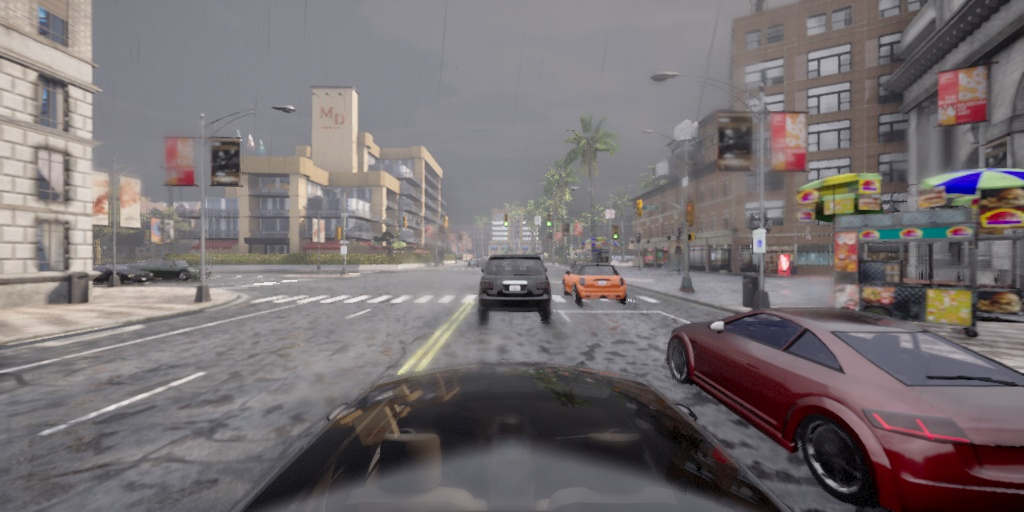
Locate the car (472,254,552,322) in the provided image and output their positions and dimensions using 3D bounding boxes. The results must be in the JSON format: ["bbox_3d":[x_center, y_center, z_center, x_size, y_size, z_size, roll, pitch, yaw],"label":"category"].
[{"bbox_3d":[0.085,0.958,12.378,2.150,2.045,5.566,0,0,0],"label":"car"}]

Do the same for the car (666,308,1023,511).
[{"bbox_3d":[3.570,1.311,4.355,1.994,1.385,4.181,0,0,0],"label":"car"}]

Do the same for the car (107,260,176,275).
[{"bbox_3d":[-38.421,1.198,37.262,4.902,1.511,2.128,0,0,0],"label":"car"}]

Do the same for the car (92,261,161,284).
[{"bbox_3d":[-29.006,1.268,25.661,5.357,1.411,2.033,0,0,0],"label":"car"}]

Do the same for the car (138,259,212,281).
[{"bbox_3d":[-27.229,1.068,29.177,4.553,1.767,2.097,0,0,0],"label":"car"}]

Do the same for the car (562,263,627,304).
[{"bbox_3d":[3.587,1.083,16.349,2.097,1.767,4.553,0,0,0],"label":"car"}]
